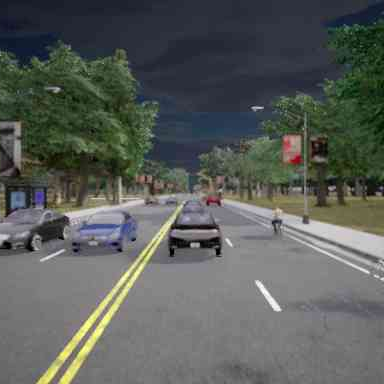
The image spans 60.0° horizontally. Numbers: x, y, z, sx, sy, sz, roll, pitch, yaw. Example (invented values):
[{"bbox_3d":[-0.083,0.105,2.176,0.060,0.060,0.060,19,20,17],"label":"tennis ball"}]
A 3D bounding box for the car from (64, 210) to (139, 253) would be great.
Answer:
[{"bbox_3d":[-3.358,1.493,13.661,1.812,1.442,4.674,0,0,0],"label":"car"}]

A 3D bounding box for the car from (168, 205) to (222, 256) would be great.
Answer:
[{"bbox_3d":[0.101,1.460,12.943,2.128,1.511,4.902,0,0,0],"label":"car"}]

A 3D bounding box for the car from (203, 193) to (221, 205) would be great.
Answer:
[{"bbox_3d":[3.355,1.103,53.451,2.150,2.045,5.566,0,0,0],"label":"car"}]

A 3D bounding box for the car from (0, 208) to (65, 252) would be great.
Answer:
[{"bbox_3d":[-6.598,1.459,13.733,2.128,1.511,4.902,0,0,0],"label":"car"}]

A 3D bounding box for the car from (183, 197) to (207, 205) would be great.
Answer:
[{"bbox_3d":[0.104,1.492,30.973,1.994,1.385,4.181,0,0,0],"label":"car"}]

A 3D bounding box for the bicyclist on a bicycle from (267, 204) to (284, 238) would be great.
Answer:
[{"bbox_3d":[4.164,1.398,16.282,0.866,1.612,1.509,0,0,0],"label":"bicyclist on a bicycle"}]

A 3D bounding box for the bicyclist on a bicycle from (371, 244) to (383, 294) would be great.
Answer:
[{"bbox_3d":[4.144,1.354,6.775,0.659,1.776,1.843,0,0,0],"label":"bicyclist on a bicycle"}]

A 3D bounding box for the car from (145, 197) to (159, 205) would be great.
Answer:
[{"bbox_3d":[-6.560,1.441,54.713,1.994,1.385,4.181,0,0,0],"label":"car"}]

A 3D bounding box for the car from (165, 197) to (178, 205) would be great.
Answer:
[{"bbox_3d":[-3.310,1.441,54.713,1.994,1.385,4.181,0,0,0],"label":"car"}]
